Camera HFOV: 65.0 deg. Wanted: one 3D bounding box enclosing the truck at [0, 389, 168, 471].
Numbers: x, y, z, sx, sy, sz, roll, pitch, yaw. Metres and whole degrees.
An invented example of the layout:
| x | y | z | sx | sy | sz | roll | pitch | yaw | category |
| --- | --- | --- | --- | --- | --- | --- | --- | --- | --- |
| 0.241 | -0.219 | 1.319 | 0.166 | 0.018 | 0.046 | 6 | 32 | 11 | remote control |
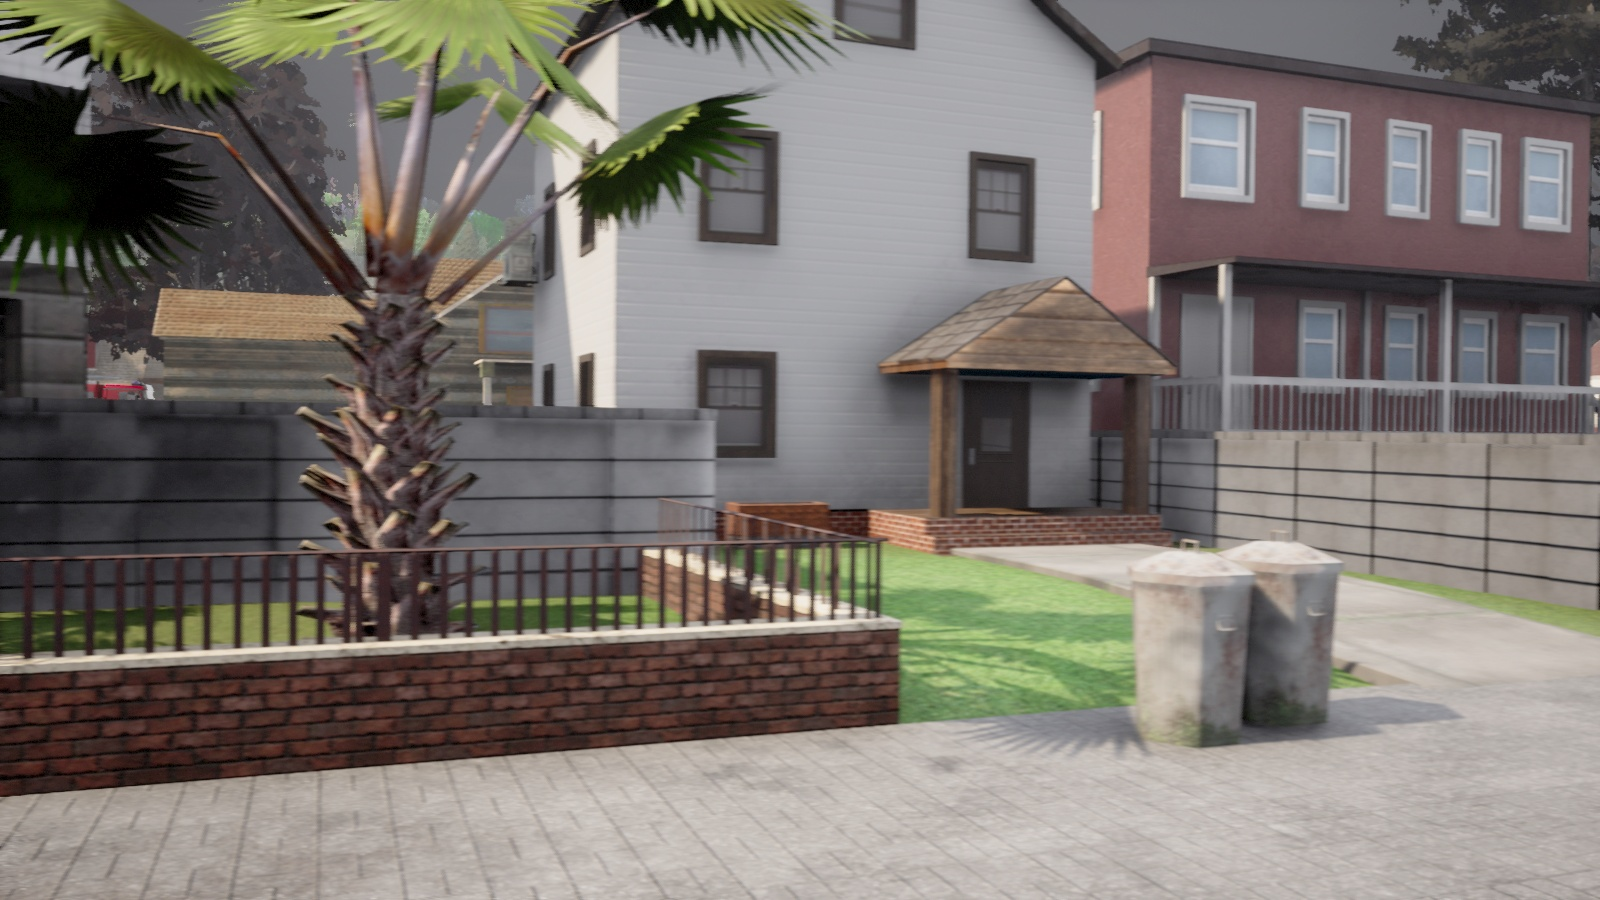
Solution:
| x | y | z | sx | sy | sz | roll | pitch | yaw | category |
| --- | --- | --- | --- | --- | --- | --- | --- | --- | --- |
| -35.587 | -0.973 | 60.936 | 8.468 | 3.827 | 2.891 | -1 | 1 | -21 | truck |
